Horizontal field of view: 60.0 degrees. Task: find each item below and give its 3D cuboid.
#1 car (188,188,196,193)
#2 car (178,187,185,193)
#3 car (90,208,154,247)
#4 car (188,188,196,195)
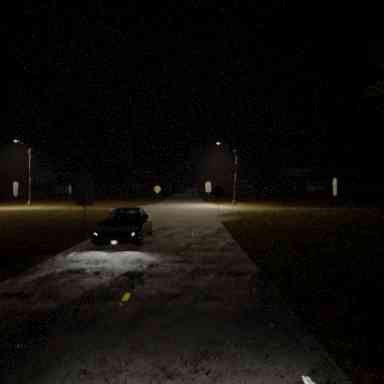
[{"bbox_3d":[0.021,-0.387,92.111,2.033,1.411,5.357,0,1,0],"label":"car"},{"bbox_3d":[-2.730,-0.532,86.281,2.033,1.411,5.357,0,1,0],"label":"car"},{"bbox_3d":[-2.823,1.411,14.706,2.033,1.411,5.357,0,1,0],"label":"car"},{"bbox_3d":[0.018,-0.051,81.678,2.128,1.511,4.902,0,1,0],"label":"car"}]
